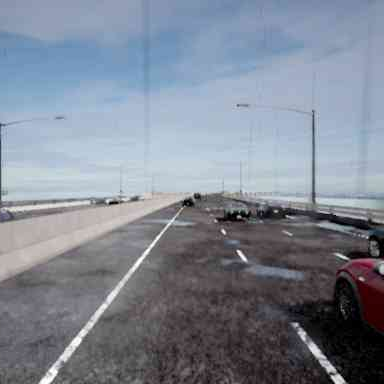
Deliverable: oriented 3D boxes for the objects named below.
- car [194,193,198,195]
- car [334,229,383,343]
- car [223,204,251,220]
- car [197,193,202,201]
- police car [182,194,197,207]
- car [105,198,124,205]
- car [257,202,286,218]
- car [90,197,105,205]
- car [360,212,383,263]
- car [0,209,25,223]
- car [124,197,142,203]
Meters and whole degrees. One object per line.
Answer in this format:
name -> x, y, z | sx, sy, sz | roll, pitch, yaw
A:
car -> -0.188, 1.597, 68.438 | 1.882, 1.535, 5.008 | 0, 0, 1
car -> 3.609, 1.363, 4.179 | 2.097, 1.767, 4.553 | 0, 0, 0
car -> 3.758, 1.663, 28.527 | 1.895, 1.301, 4.718 | 0, 0, 1
car -> 1.383, 1.216, 87.150 | 2.150, 2.045, 5.566 | 0, 0, 2
police car -> -0.538, 1.526, 52.576 | 1.930, 1.638, 5.238 | 0, 0, 1
car -> -13.386, 1.711, 59.172 | 1.895, 1.301, 4.718 | 0, 0, 2
car -> 7.284, 1.630, 30.743 | 1.994, 1.385, 4.181 | 0, 0, 1
car -> -16.863, 1.604, 59.955 | 2.128, 1.511, 4.902 | 0, 0, 2
car -> 7.124, 1.503, 9.715 | 1.882, 1.535, 5.008 | 0, 0, 0
car -> -10.542, 1.587, 17.064 | 2.033, 1.411, 5.357 | 0, 0, 0
car -> -9.915, 1.611, 58.135 | 1.837, 1.490, 4.892 | 0, 0, 2
